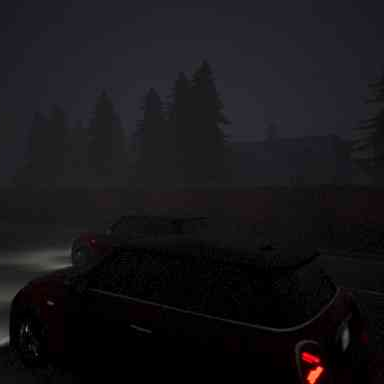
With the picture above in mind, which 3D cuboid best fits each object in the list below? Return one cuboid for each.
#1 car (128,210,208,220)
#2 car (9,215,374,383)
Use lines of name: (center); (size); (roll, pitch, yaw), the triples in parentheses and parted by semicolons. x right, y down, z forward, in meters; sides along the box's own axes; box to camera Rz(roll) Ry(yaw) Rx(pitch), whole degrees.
car: (-1.297, 1.351, 9.220); (4.553, 1.767, 2.097); (0, 0, 36)
car: (-0.340, 1.350, 4.236); (4.553, 1.767, 2.097); (0, 0, 35)
